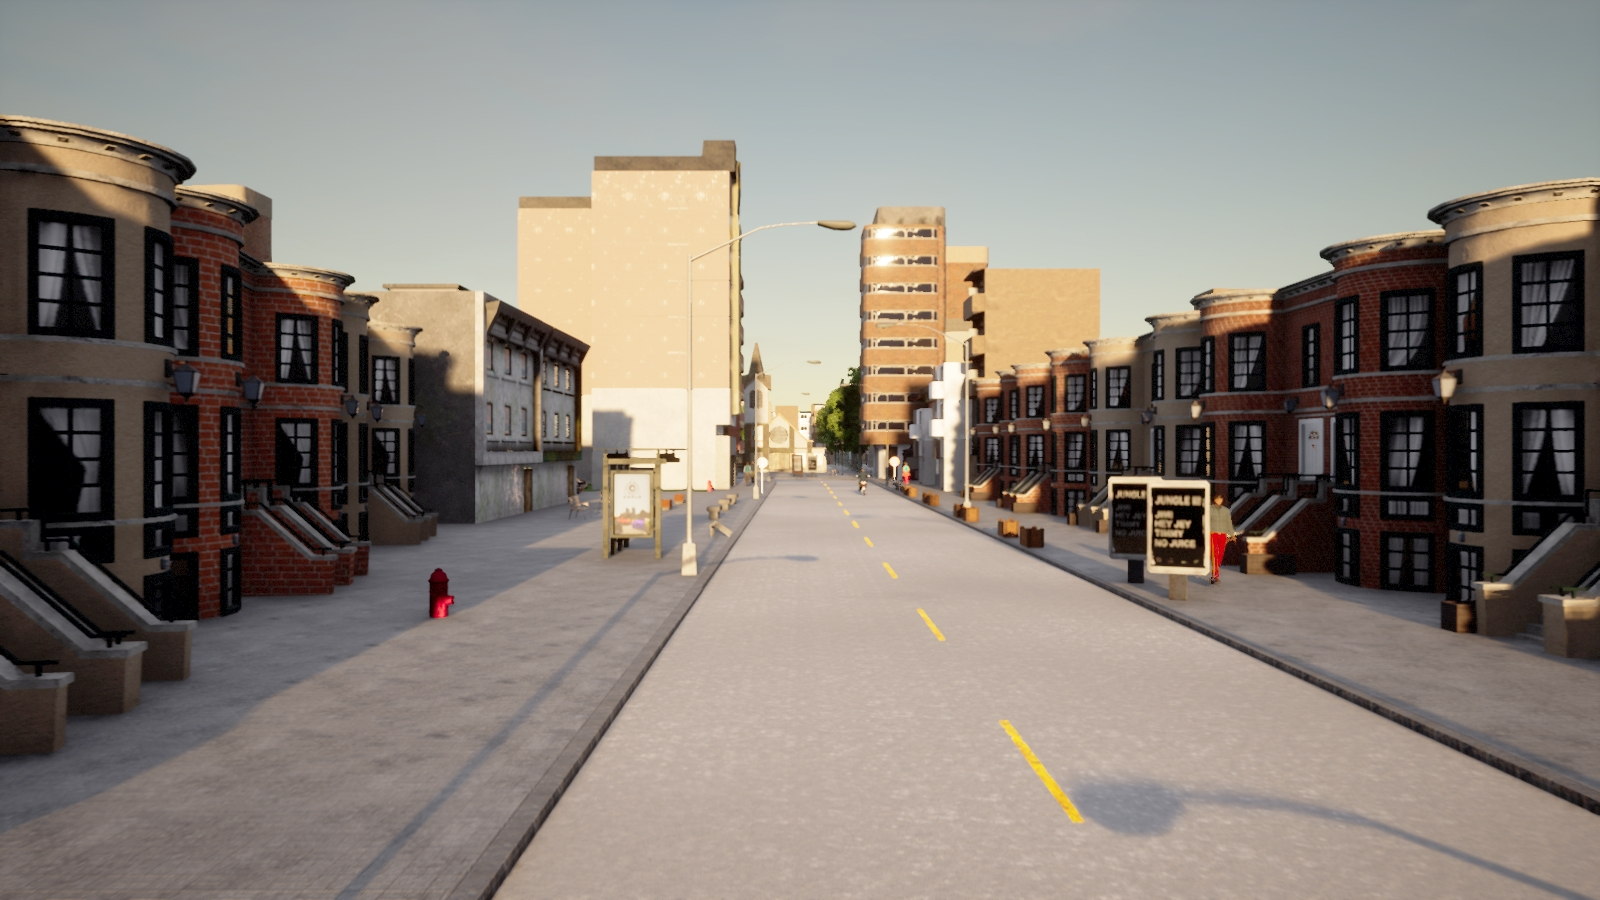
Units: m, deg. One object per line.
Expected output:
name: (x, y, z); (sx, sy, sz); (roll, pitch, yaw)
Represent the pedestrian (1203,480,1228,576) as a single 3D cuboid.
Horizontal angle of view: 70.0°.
pedestrian: (8.201, 1.525, 22.542); (0.375, 1.860, 0.375); (0, 0, 2)
